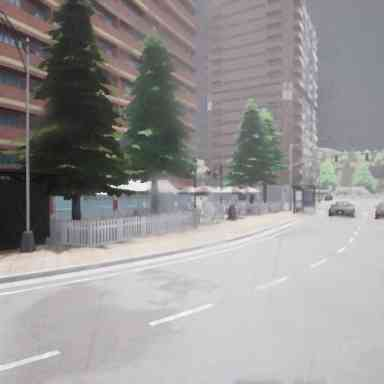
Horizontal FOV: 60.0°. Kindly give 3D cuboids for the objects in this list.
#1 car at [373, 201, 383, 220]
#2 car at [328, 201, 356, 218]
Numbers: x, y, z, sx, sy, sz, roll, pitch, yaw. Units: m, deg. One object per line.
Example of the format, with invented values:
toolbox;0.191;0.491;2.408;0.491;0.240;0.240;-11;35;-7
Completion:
car;15.838;1.486;26.783;1.812;1.442;4.674;0;0;30
car;13.268;1.527;29.328;1.994;1.385;4.181;0;0;30
